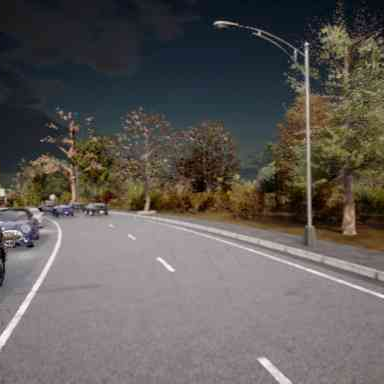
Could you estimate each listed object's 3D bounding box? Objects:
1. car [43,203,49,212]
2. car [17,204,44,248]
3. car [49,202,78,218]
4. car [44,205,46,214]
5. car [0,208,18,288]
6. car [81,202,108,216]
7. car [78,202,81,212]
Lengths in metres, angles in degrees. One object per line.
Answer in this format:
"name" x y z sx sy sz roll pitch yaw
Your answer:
"car" -20.397 2.326 46.965 2.128 1.511 4.902 -2 0 -34
"car" -8.327 1.574 15.390 2.097 1.767 4.553 -2 0 -20
"car" -14.736 2.115 37.944 1.812 1.442 4.674 -2 0 -30
"car" -12.103 1.934 24.765 1.812 1.442 4.674 -2 -1 -24
"car" -5.273 1.334 6.313 2.150 2.045 5.566 -1 0 -15
"car" -11.196 1.984 38.830 1.837 1.490 4.892 -2 0 -30
"car" -16.827 2.224 47.911 1.837 1.490 4.892 -2 0 -34
